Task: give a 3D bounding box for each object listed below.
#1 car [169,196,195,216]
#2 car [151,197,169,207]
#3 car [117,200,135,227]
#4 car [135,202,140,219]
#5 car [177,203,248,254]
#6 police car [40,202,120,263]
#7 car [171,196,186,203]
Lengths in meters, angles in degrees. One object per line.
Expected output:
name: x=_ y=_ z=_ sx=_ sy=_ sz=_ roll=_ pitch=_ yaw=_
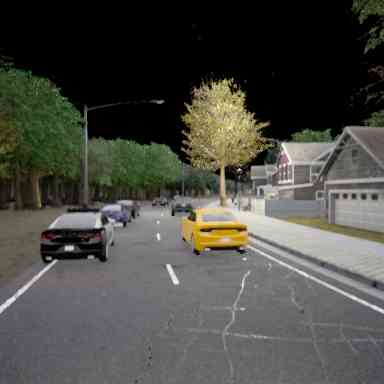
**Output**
car: x=-0.831 y=1.222 z=31.532 sx=2.097 sy=1.767 sz=4.553 roll=0 pitch=0 yaw=-2
car: x=-4.280 y=1.409 z=46.286 sx=1.895 sy=1.301 sz=4.718 roll=0 pitch=0 yaw=5
car: x=-5.036 y=1.436 z=21.727 sx=1.812 sy=1.442 sz=4.674 roll=0 pitch=0 yaw=-5
car: x=-5.448 y=1.363 z=27.685 sx=1.882 sy=1.535 sz=5.008 roll=0 pitch=0 yaw=-3
car: x=0.733 y=1.424 z=13.377 sx=1.882 sy=1.535 sz=5.008 roll=0 pitch=0 yaw=-9
police car: x=-3.858 y=1.375 z=11.953 sx=1.930 sy=1.638 sz=5.238 roll=0 pitch=0 yaw=-9
car: x=-2.440 y=1.363 z=62.047 sx=1.994 sy=1.385 sz=4.181 roll=0 pitch=0 yaw=10
